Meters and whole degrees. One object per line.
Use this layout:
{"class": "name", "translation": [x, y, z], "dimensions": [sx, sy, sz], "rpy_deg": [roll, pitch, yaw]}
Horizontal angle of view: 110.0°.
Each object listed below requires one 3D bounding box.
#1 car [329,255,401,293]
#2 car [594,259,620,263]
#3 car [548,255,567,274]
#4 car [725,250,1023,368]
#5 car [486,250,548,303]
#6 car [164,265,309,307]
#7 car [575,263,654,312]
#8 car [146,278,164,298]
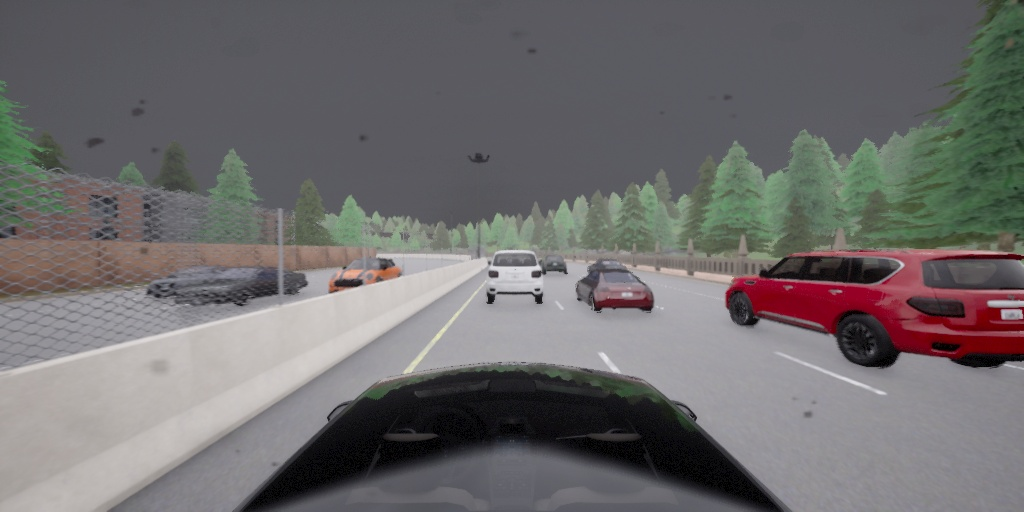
{"class": "car", "translation": [-7.090, 0.872, 17.769], "dimensions": [2.097, 1.767, 4.553], "rpy_deg": [0, 1, 0]}
{"class": "car", "translation": [7.114, 0.934, 27.072], "dimensions": [2.033, 1.411, 5.357], "rpy_deg": [0, 1, 0]}
{"class": "car", "translation": [3.616, 0.666, 32.158], "dimensions": [2.097, 1.767, 4.553], "rpy_deg": [0, 1, 0]}
{"class": "car", "translation": [7.104, 0.884, 7.778], "dimensions": [2.150, 2.045, 5.566], "rpy_deg": [0, 1, 0]}
{"class": "car", "translation": [0.108, 0.775, 15.388], "dimensions": [2.150, 2.045, 5.566], "rpy_deg": [0, 1, 0]}
{"class": "car", "translation": [-10.594, 1.111, 14.725], "dimensions": [2.033, 1.411, 5.357], "rpy_deg": [0, 1, 0]}
{"class": "car", "translation": [3.607, 1.149, 13.235], "dimensions": [1.994, 1.385, 4.181], "rpy_deg": [0, 1, 0]}
{"class": "car", "translation": [-14.091, 1.102, 16.560], "dimensions": [1.994, 1.385, 4.181], "rpy_deg": [0, 1, 0]}
